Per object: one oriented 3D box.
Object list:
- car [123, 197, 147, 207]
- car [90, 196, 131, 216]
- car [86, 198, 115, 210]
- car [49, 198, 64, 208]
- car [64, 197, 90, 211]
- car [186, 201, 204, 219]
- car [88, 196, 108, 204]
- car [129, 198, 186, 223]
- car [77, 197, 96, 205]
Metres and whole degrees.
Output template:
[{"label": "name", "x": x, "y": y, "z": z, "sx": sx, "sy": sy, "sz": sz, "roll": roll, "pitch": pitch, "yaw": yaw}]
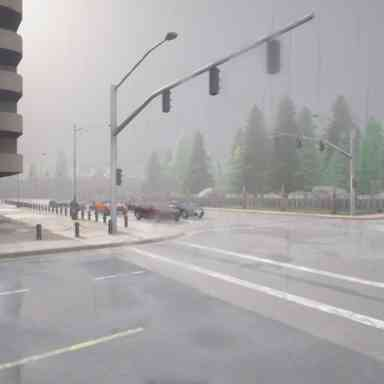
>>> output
[{"label": "car", "x": -9.110, "y": 1.573, "z": 53.043, "sx": 1.812, "sy": 1.442, "sz": 4.674, "roll": 0, "pitch": 0, "yaw": -36}, {"label": "car", "x": -8.320, "y": 1.403, "z": 33.946, "sx": 2.097, "sy": 1.767, "sz": 4.553, "roll": 0, "pitch": 0, "yaw": -36}, {"label": "car", "x": -12.552, "y": 1.598, "z": 45.580, "sx": 2.033, "sy": 1.411, "sz": 5.357, "roll": 0, "pitch": 0, "yaw": -36}, {"label": "car", "x": -20.021, "y": 1.599, "z": 49.856, "sx": 2.033, "sy": 1.411, "sz": 5.357, "roll": 0, "pitch": 0, "yaw": -36}, {"label": "car", "x": -13.748, "y": 1.543, "z": 41.307, "sx": 2.128, "sy": 1.511, "sz": 4.902, "roll": 0, "pitch": 0, "yaw": -36}, {"label": "car", "x": -0.867, "y": 1.541, "z": 29.758, "sx": 2.128, "sy": 1.511, "sz": 4.902, "roll": 0, "pitch": 0, "yaw": -36}, {"label": "car", "x": -18.740, "y": 1.539, "z": 66.049, "sx": 2.128, "sy": 1.511, "sz": 4.902, "roll": 0, "pitch": 0, "yaw": -36}, {"label": "car", "x": -2.851, "y": 1.529, "z": 26.553, "sx": 1.882, "sy": 1.535, "sz": 5.008, "roll": 0, "pitch": 0, "yaw": -36}, {"label": "car", "x": -19.382, "y": 1.650, "z": 61.029, "sx": 1.895, "sy": 1.301, "sz": 4.718, "roll": 0, "pitch": 0, "yaw": -36}]
